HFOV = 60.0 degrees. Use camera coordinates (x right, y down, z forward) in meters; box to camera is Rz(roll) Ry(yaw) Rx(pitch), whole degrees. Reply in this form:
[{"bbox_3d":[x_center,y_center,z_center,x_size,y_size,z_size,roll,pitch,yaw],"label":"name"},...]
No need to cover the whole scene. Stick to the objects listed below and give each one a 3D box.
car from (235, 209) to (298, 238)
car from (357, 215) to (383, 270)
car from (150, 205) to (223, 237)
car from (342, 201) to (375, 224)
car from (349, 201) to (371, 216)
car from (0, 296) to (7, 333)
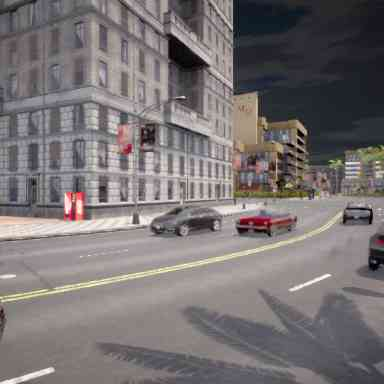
[{"bbox_3d":[4.141,1.590,18.058,1.895,1.301,4.718,0,0,35],"label":"car"},{"bbox_3d":[6.831,1.502,10.172,1.837,1.490,4.892,1,0,42],"label":"car"},{"bbox_3d":[-0.165,1.491,18.182,1.837,1.490,4.892,1,1,38],"label":"car"},{"bbox_3d":[12.128,1.479,24.287,2.128,1.511,4.902,0,0,28],"label":"car"},{"bbox_3d":[16.870,1.586,33.315,1.895,1.301,4.718,0,0,28],"label":"car"},{"bbox_3d":[-4.812,1.558,4.332,4.181,1.385,1.994,0,0,-34],"label":"car"}]
